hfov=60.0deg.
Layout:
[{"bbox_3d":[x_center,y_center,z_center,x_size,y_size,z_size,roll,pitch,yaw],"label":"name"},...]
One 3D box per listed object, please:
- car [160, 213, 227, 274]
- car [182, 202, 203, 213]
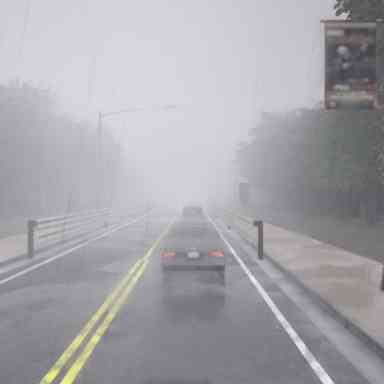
[{"bbox_3d":[0.053,1.631,10.789,2.033,1.411,5.357,0,0,0],"label":"car"},{"bbox_3d":[0.058,1.724,32.244,1.882,1.535,5.008,0,0,0],"label":"car"}]
